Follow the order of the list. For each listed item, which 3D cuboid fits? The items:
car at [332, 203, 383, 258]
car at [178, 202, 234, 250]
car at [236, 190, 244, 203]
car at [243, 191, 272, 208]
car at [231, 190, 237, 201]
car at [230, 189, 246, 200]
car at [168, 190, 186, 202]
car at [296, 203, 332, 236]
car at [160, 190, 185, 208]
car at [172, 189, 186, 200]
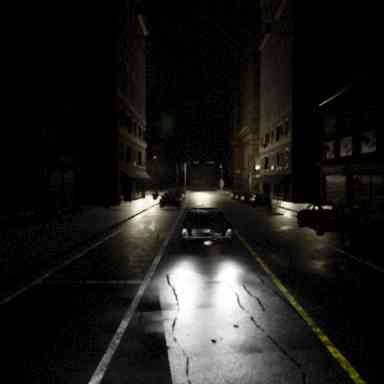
[{"bbox_3d":[6.228,1.191,10.210,1.967,1.590,4.097,-1,1,1],"label":"car"},{"bbox_3d":[0.508,1.279,12.867,1.895,1.301,4.718,0,1,1],"label":"car"},{"bbox_3d":[6.551,0.623,37.727,1.887,1.381,4.507,-1,1,1],"label":"car"},{"bbox_3d":[6.487,0.778,32.225,1.947,1.339,4.313,-1,1,1],"label":"car"},{"bbox_3d":[6.616,0.490,43.231,1.887,1.381,4.507,-1,1,1],"label":"car"},{"bbox_3d":[6.680,0.356,48.734,1.887,1.381,4.507,-1,1,1],"label":"car"},{"bbox_3d":[-1.909,0.483,43.330,2.008,1.369,4.403,-1,1,1],"label":"car"},{"bbox_3d":[6.294,1.160,15.715,1.887,1.381,4.507,-1,1,1],"label":"car"},{"bbox_3d":[-2.039,0.639,32.321,1.967,1.590,4.097,-1,1,1],"label":"car"},{"bbox_3d":[-1.844,0.344,48.834,1.887,1.381,4.507,-1,1,1],"label":"car"}]
